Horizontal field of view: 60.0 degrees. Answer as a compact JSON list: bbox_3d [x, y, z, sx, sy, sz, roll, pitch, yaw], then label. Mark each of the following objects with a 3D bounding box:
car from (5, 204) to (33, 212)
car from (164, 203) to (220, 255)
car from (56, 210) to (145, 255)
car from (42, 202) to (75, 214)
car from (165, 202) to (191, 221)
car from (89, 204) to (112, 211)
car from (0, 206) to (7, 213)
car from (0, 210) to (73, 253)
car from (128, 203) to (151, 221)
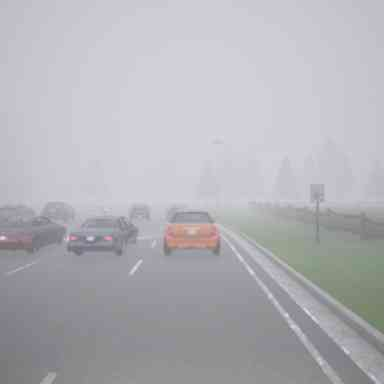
[{"bbox_3d":[-15.186,1.773,28.935,2.128,1.511,4.902,0,0,-9],"label":"car"},{"bbox_3d":[-0.005,1.487,14.071,2.097,1.767,4.553,0,-1,0],"label":"car"},{"bbox_3d":[-3.504,1.683,13.974,2.033,1.411,5.357,0,-1,0],"label":"car"},{"bbox_3d":[-11.695,1.634,29.279,2.097,1.767,4.553,0,-1,-9],"label":"car"},{"bbox_3d":[-1.390,1.781,31.308,1.882,1.535,5.008,0,0,-9],"label":"car"},{"bbox_3d":[-8.289,1.818,30.129,1.812,1.442,4.674,0,0,-9],"label":"car"},{"bbox_3d":[-10.507,1.618,14.459,1.882,1.535,5.008,0,0,0],"label":"car"},{"bbox_3d":[-7.007,1.704,14.345,1.994,1.385,4.181,0,0,0],"label":"car"},{"bbox_3d":[-4.817,1.804,30.585,1.837,1.490,4.892,0,0,-9],"label":"car"}]
